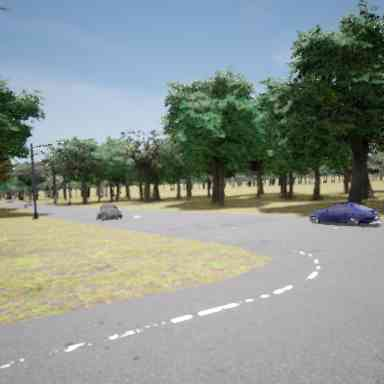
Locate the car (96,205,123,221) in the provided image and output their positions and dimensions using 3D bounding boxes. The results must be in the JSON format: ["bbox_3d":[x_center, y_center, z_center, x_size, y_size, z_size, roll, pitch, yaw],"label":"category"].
[{"bbox_3d":[-9.811,2.597,39.456,1.994,1.385,4.181,-4,1,-36],"label":"car"}]

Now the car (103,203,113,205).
[{"bbox_3d":[-14.762,2.662,58.325,1.994,1.385,4.181,-4,1,-36],"label":"car"}]

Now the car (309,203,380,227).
[{"bbox_3d":[10.500,1.540,23.217,1.812,1.442,4.674,-4,1,-36],"label":"car"}]
